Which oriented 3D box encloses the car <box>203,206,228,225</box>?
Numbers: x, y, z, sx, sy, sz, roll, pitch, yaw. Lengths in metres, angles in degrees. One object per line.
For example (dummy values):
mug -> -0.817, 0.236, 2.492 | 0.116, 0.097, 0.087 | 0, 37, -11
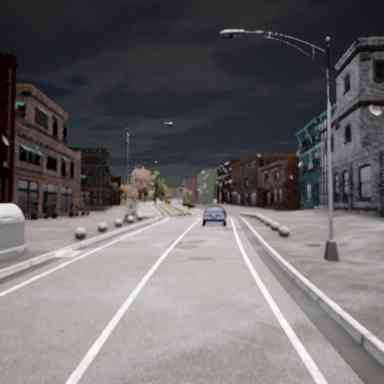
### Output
car -> 1.840, 1.836, 26.688 | 2.033, 1.411, 5.357 | 0, -1, 6
